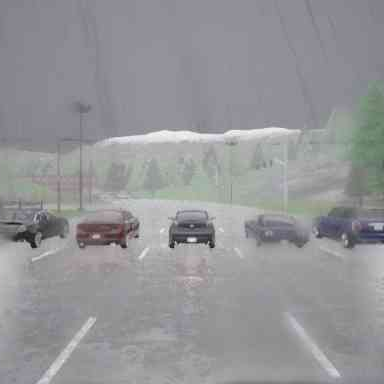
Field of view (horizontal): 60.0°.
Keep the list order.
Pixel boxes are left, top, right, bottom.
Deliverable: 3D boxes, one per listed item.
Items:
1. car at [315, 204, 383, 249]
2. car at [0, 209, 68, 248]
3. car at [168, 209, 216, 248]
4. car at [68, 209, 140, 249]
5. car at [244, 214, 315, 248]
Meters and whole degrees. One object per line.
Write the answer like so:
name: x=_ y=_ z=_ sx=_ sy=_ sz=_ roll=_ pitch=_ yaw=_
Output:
car: x=7.000 y=1.363 z=14.620 sx=2.097 sy=1.767 sz=4.553 roll=0 pitch=0 yaw=0
car: x=-7.000 y=1.492 z=14.650 sx=2.128 sy=1.511 sz=4.902 roll=0 pitch=0 yaw=0
car: x=0.000 y=1.513 z=14.650 sx=1.837 sy=1.490 sz=4.892 roll=0 pitch=0 yaw=0
car: x=-3.500 y=1.482 z=14.650 sx=1.882 sy=1.535 sz=5.008 roll=0 pitch=0 yaw=0
car: x=3.500 y=1.613 z=14.680 sx=1.895 sy=1.301 sz=4.718 roll=0 pitch=0 yaw=0
